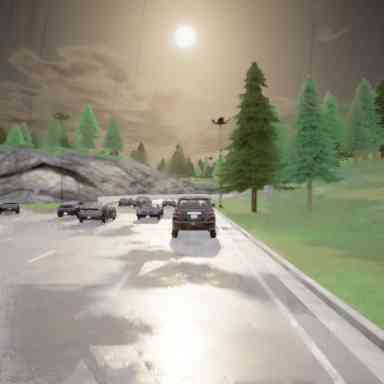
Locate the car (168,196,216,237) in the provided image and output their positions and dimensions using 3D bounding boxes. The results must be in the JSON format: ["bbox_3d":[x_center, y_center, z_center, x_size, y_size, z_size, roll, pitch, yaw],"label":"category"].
[{"bbox_3d":[0.099,1.227,18.156,2.150,2.045,5.566,0,0,0],"label":"car"}]

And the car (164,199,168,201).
[{"bbox_3d":[-3.401,1.616,49.552,1.895,1.301,4.718,0,0,0],"label":"car"}]

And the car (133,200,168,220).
[{"bbox_3d":[-3.400,1.609,27.871,1.895,1.301,4.718,0,0,0],"label":"car"}]

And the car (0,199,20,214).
[{"bbox_3d":[-19.595,1.500,35.556,2.128,1.511,4.902,0,0,-31],"label":"car"}]

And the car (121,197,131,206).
[{"bbox_3d":[-10.400,1.507,53.198,2.128,1.511,4.902,0,0,0],"label":"car"}]

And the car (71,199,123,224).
[{"bbox_3d":[-6.901,1.498,24.736,2.128,1.511,4.902,0,0,0],"label":"car"}]

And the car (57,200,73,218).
[{"bbox_3d":[-10.401,1.513,29.780,1.837,1.490,4.892,0,0,0],"label":"car"}]

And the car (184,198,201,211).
[{"bbox_3d":[0.098,1.560,41.888,2.033,1.411,5.357,0,0,0],"label":"car"}]

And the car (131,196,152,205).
[{"bbox_3d":[-6.902,1.366,47.430,2.097,1.767,4.553,0,0,0],"label":"car"}]
